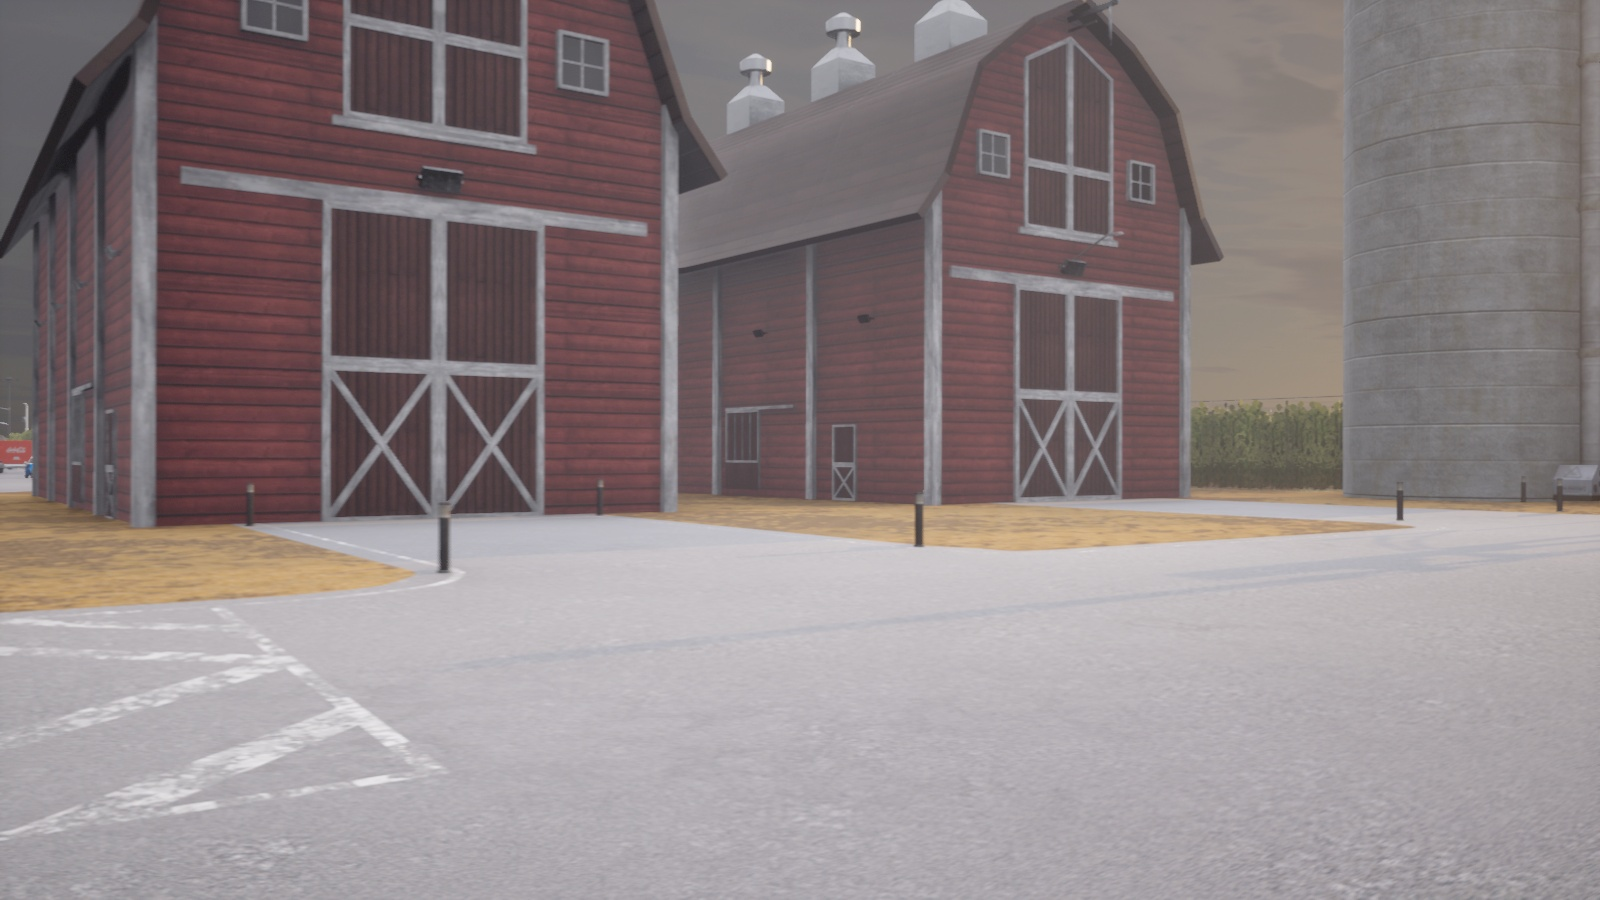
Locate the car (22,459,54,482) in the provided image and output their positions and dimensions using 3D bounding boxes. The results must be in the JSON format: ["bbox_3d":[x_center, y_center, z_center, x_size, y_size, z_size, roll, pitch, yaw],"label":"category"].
[{"bbox_3d":[-46.230,1.224,76.171,1.481,1.376,2.207,0,0,-35],"label":"car"}]
